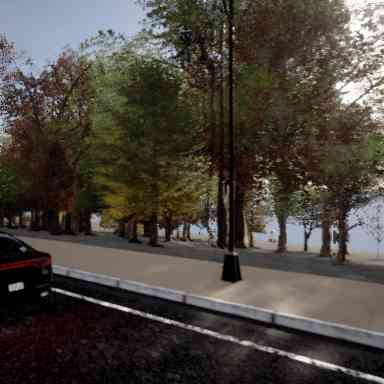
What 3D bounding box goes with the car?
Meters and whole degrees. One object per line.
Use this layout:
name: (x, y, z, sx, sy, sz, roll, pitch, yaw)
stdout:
car: (-5.096, 1.548, 7.292, 5.008, 1.535, 1.882, -1, -1, 36)
